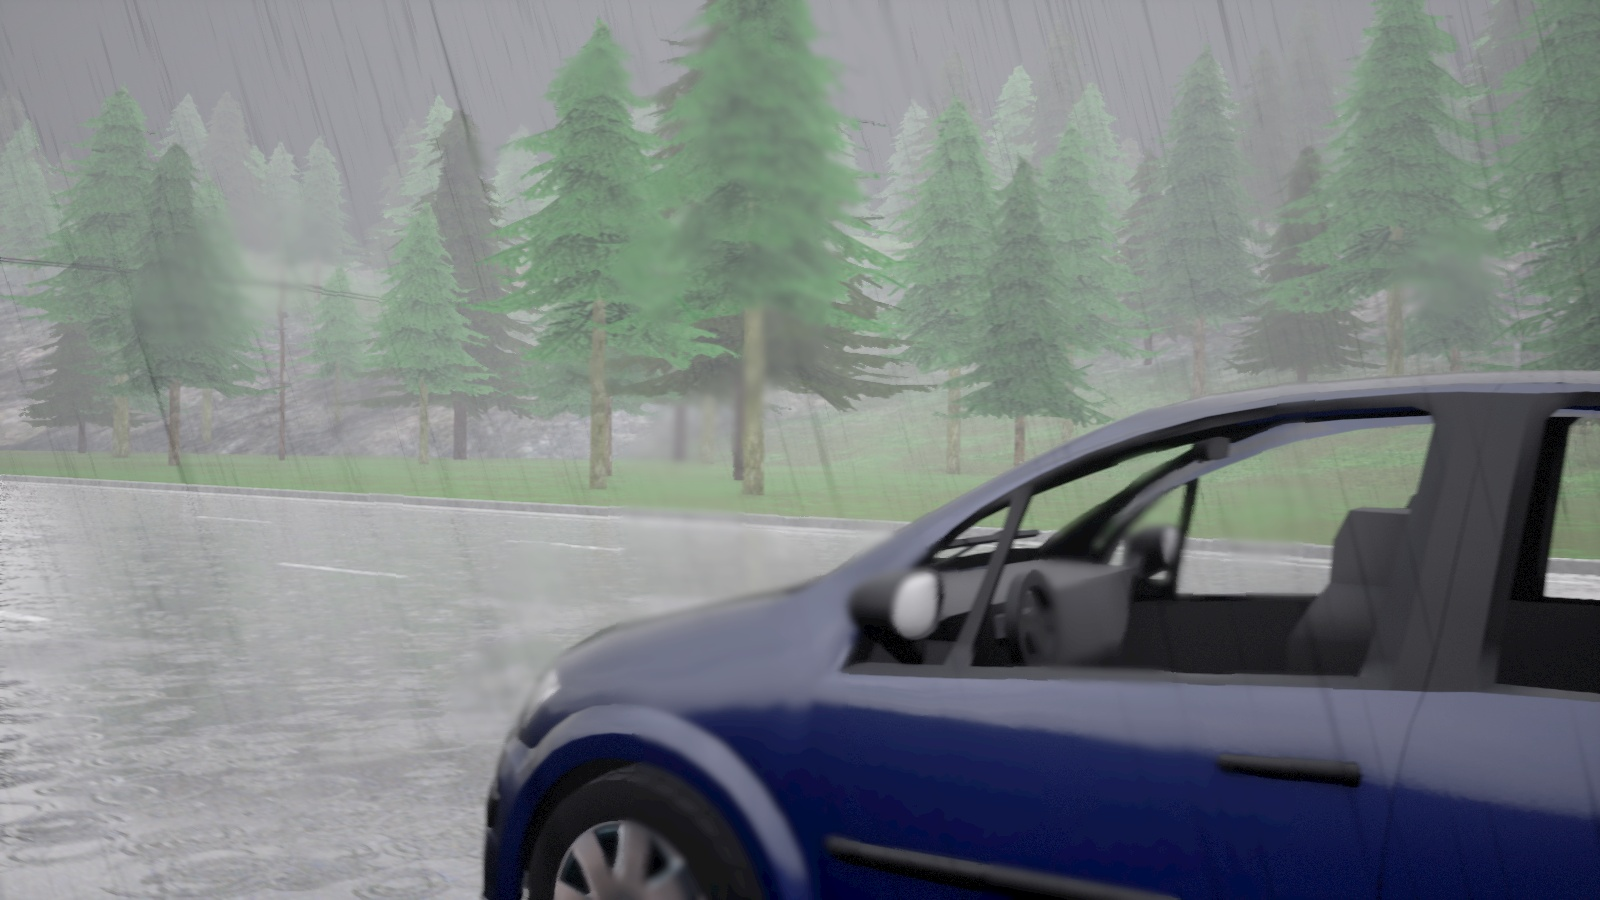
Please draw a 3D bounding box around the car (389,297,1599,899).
[{"bbox_3d":[1.138,0.580,2.864,3.988,1.617,1.851,0,1,34],"label":"car"}]
